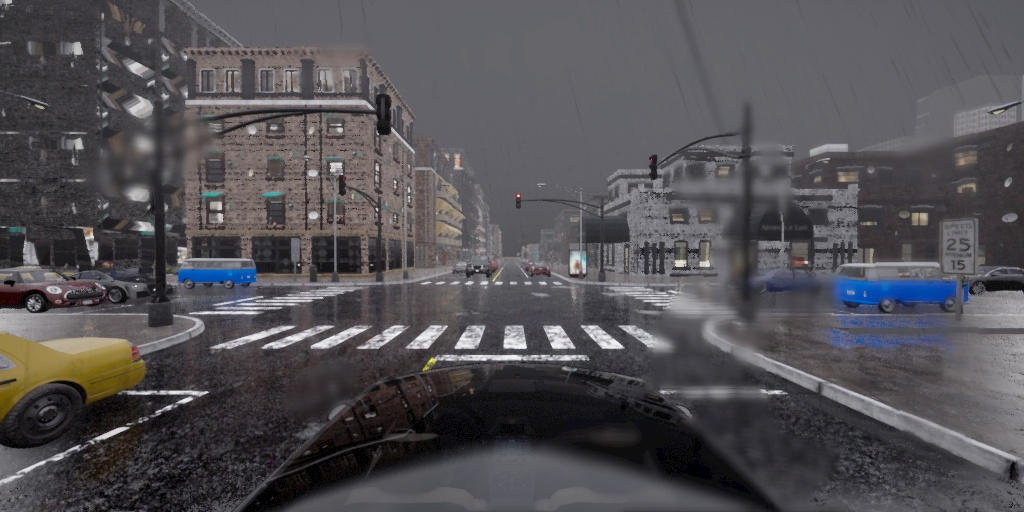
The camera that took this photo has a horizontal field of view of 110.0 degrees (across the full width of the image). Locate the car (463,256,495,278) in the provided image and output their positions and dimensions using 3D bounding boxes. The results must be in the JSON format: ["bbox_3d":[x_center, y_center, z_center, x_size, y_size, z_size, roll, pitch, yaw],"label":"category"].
[{"bbox_3d":[-3.116,0.976,34.748,2.150,2.045,5.566,0,0,0],"label":"car"}]

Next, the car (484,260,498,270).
[{"bbox_3d":[-3.121,1.298,54.979,1.812,1.442,4.674,0,0,0],"label":"car"}]

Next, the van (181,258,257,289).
[{"bbox_3d":[-17.779,1.029,21.666,3.998,1.789,1.690,0,0,0],"label":"van"}]

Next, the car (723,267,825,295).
[{"bbox_3d":[14.498,1.320,19.334,5.357,1.411,2.033,0,0,-1],"label":"car"}]

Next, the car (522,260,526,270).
[{"bbox_3d":[2.660,1.346,46.634,1.802,1.307,4.207,0,0,0],"label":"car"}]

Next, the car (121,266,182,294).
[{"bbox_3d":[-17.743,1.295,15.869,4.181,1.385,1.994,0,0,-1],"label":"car"}]

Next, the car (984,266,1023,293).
[{"bbox_3d":[25.608,1.294,19.421,4.902,1.511,2.128,0,0,0],"label":"car"}]

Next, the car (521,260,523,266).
[{"bbox_3d":[2.656,1.320,52.331,2.007,1.370,4.403,0,0,0],"label":"car"}]

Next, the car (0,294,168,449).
[{"bbox_3d":[-5.692,1.275,2.598,1.751,1.417,4.829,0,0,0],"label":"car"}]

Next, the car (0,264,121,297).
[{"bbox_3d":[-17.730,1.190,13.286,4.097,1.591,1.967,0,0,0],"label":"car"}]

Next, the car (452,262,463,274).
[{"bbox_3d":[-5.717,1.310,40.920,2.007,1.370,4.403,0,0,0],"label":"car"}]

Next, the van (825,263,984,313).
[{"bbox_3d":[14.648,1.156,13.548,3.998,1.789,1.690,0,0,0],"label":"van"}]

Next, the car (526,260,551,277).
[{"bbox_3d":[2.668,1.195,35.241,1.967,1.591,4.097,0,0,0],"label":"car"}]

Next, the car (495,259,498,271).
[{"bbox_3d":[-3.126,0.984,45.057,2.150,2.045,5.566,0,0,0],"label":"car"}]
